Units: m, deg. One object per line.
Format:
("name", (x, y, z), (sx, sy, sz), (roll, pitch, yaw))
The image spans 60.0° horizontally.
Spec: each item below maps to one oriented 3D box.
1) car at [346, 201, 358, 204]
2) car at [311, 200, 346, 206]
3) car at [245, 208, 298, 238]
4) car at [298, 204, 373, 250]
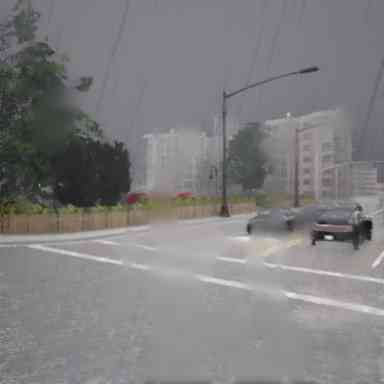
("car", (15.797, 1.551, 33.579), (1.994, 1.385, 4.181), (0, 0, 36))
("car", (9.962, 1.539, 25.481), (2.033, 1.411, 5.357), (0, 0, 35))
("car", (4.530, 1.559, 17.916), (1.994, 1.385, 4.181), (0, 0, 36))
("car", (6.557, 1.492, 14.446), (2.128, 1.511, 4.902), (0, 0, 36))
